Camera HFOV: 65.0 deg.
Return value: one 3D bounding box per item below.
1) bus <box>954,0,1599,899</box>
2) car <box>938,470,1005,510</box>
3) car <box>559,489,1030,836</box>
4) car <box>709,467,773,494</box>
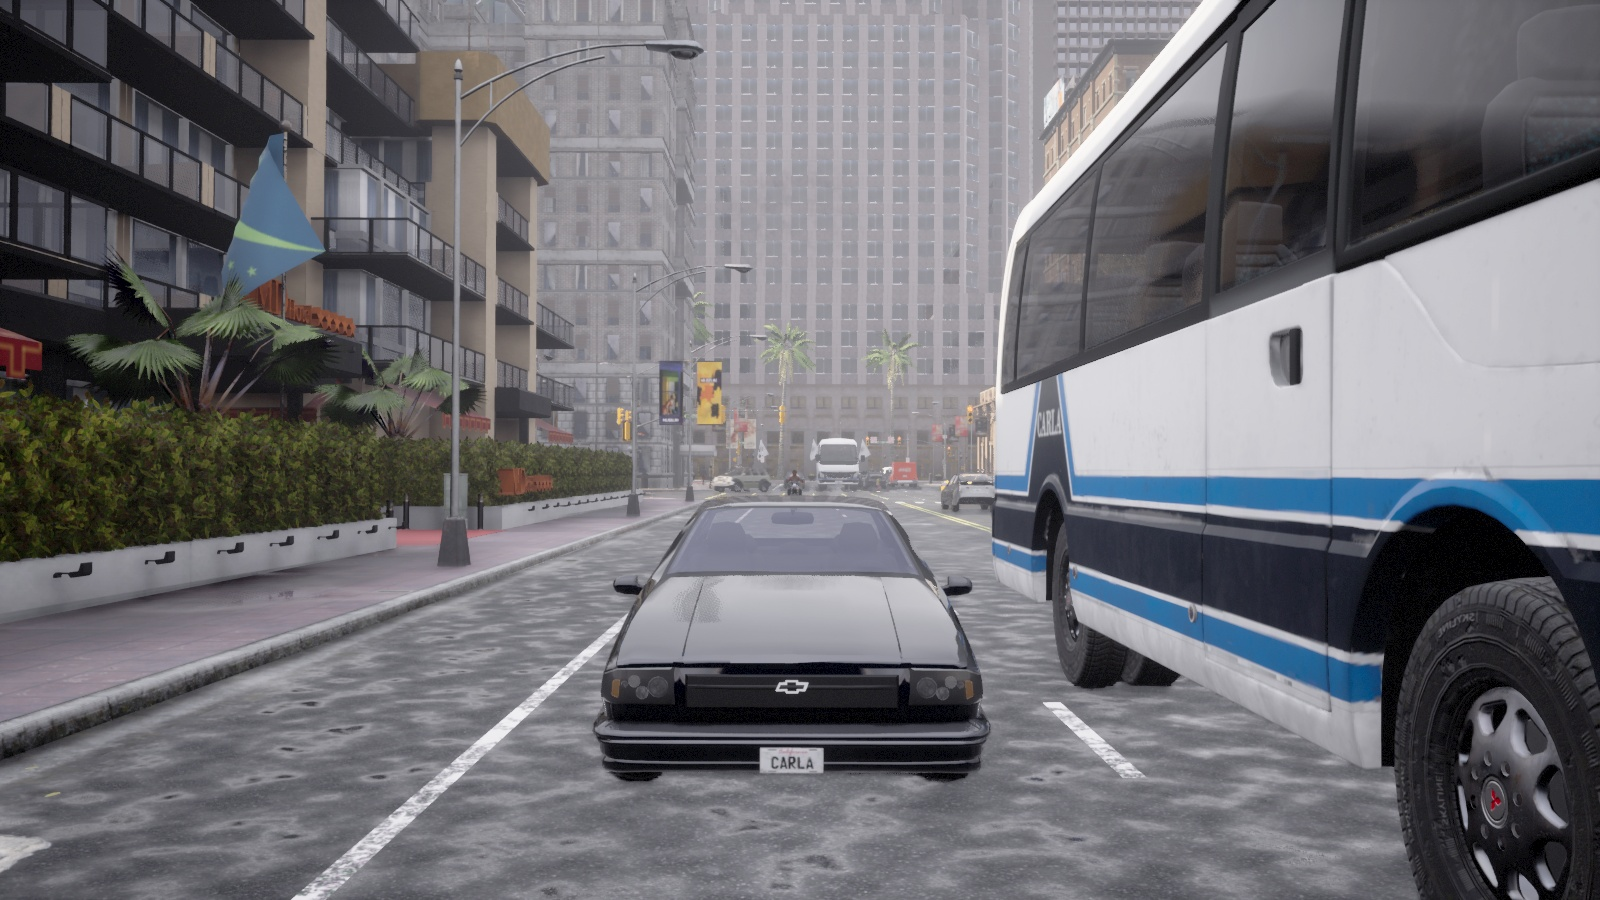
[{"bbox_3d":[3.466,-0.465,6.624,3.944,4.253,10.273,0,-1,0],"label":"bus"},{"bbox_3d":[6.795,1.575,50.199,2.007,1.525,4.514,0,-1,0],"label":"car"},{"bbox_3d":[-0.035,0.998,8.108,2.033,1.411,5.357,0,-1,0],"label":"car"},{"bbox_3d":[-4.220,2.156,90.029,1.932,1.855,4.605,0,-1,40],"label":"car"}]
